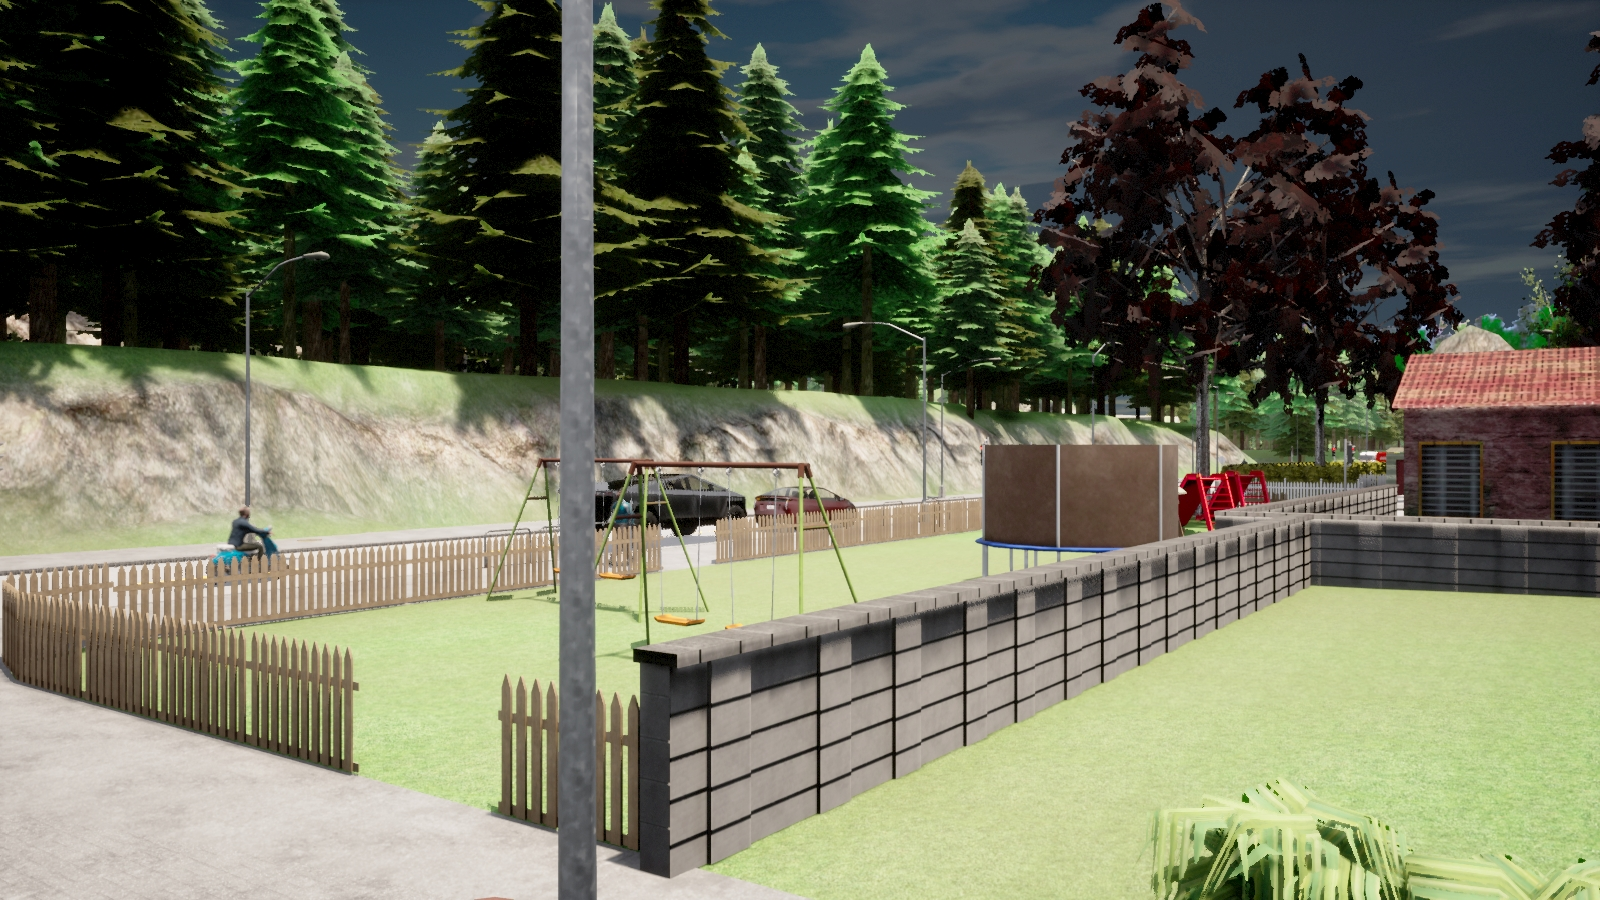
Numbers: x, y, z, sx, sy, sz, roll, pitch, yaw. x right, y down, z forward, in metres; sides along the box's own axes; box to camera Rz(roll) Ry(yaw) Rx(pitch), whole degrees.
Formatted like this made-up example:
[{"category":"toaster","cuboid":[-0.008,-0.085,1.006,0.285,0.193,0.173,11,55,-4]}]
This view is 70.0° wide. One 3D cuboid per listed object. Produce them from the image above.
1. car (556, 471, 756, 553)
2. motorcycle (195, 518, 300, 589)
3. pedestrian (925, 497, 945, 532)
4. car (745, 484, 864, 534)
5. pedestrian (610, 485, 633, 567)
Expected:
[{"category":"car","cuboid":[-4.171,1.754,34.354,2.390,2.098,6.274,0,0,35]},{"category":"motorcycle","cuboid":[-11.582,2.142,23.996,0.856,1.316,1.805,0,0,36]},{"category":"pedestrian","cuboid":[4.463,2.125,37.739,0.500,1.100,0.500,0,0,35]},{"category":"car","cuboid":[0.223,2.040,40.660,2.007,1.525,4.514,0,0,35]},{"category":"pedestrian","cuboid":[-4.118,1.745,26.407,0.375,1.860,0.375,0,0,31]}]
